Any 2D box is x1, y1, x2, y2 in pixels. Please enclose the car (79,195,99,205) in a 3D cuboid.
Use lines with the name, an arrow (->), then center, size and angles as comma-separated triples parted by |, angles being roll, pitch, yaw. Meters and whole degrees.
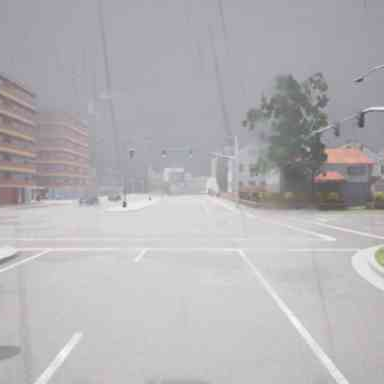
car -> -15.066, 1.146, 48.833 | 2.128, 1.511, 4.902 | 0, 0, 0

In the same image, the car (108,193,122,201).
car -> -15.005, 1.043, 64.791 | 2.128, 1.511, 4.902 | 0, 0, 0
